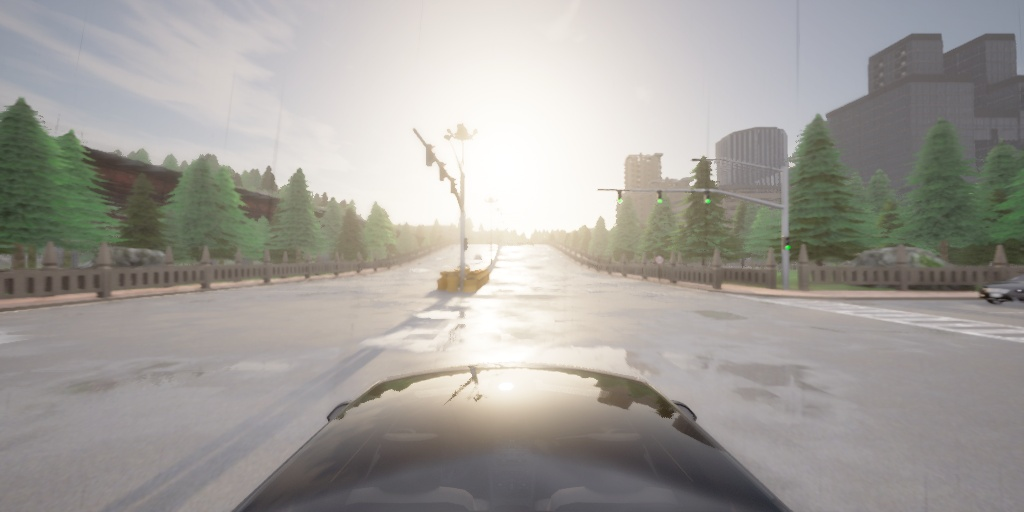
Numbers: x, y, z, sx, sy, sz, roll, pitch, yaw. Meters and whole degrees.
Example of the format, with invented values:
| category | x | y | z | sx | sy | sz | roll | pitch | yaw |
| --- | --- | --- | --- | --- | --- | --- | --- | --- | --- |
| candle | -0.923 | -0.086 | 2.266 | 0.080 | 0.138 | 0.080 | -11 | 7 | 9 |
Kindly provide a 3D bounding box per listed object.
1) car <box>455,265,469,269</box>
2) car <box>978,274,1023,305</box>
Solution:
| category | x | y | z | sx | sy | sz | roll | pitch | yaw |
| --- | --- | --- | --- | --- | --- | --- | --- | --- | --- |
| car | -7.066 | 1.962 | 51.140 | 1.895 | 1.301 | 4.718 | 0 | 1 | 0 |
| car | 23.281 | 1.425 | 15.413 | 4.902 | 1.511 | 2.128 | 0 | -1 | 1 |
